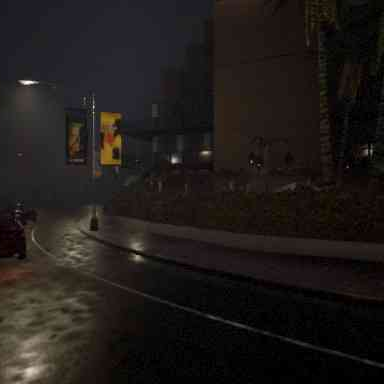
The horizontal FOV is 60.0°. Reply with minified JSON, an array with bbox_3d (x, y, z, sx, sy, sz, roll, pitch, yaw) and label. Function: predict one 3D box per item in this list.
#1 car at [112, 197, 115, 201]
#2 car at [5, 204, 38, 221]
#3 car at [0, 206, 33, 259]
[{"bbox_3d":[-15.888,1.466,74.251,2.128,1.511,4.902,0,0,23],"label":"car"},{"bbox_3d":[-12.471,1.561,23.756,2.033,1.411,5.357,0,0,-14],"label":"car"},{"bbox_3d":[-7.181,1.482,11.819,1.882,1.535,5.008,0,0,-34],"label":"car"}]
